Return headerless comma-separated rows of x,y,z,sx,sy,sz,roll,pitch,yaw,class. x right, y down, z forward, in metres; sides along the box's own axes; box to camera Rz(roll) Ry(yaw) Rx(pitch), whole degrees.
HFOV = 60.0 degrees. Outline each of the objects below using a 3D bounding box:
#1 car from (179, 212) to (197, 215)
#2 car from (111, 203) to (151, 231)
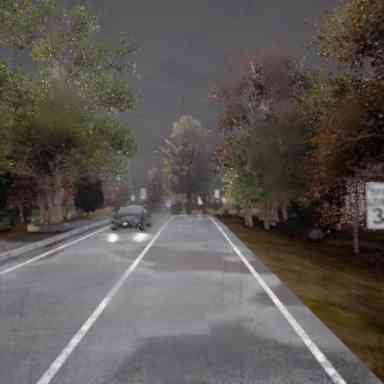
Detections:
-1.121,6.019,90.423,4.718,1.301,1.895,0,-5,8,car
-3.643,1.493,20.462,1.837,1.490,4.892,0,0,0,car
